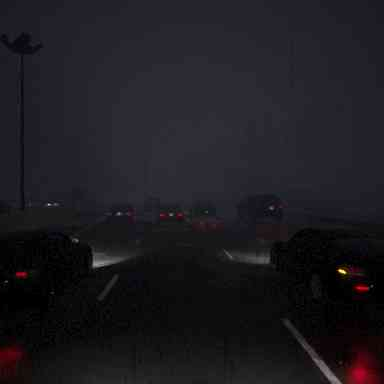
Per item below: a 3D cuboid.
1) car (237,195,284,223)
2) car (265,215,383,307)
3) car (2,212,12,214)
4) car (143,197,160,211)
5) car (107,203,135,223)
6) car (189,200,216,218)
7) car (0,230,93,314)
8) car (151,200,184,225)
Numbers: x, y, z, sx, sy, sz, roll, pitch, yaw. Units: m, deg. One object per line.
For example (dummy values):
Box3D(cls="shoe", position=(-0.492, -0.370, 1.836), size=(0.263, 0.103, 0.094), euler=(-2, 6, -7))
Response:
Box3D(cls="car", position=(5.158, 1.210, 25.740), size=(2.150, 2.045, 5.566), euler=(0, 0, -8))
Box3D(cls="car", position=(3.296, 1.520, 7.879), size=(1.812, 1.442, 4.674), euler=(0, 0, -2))
Box3D(cls="car", position=(-16.499, 1.370, 27.109), size=(2.097, 1.767, 4.553), euler=(0, 0, -10))
Box3D(cls="car", position=(-4.931, 1.352, 41.551), size=(2.097, 1.767, 4.553), euler=(0, 0, -13))
Box3D(cls="car", position=(-5.357, 1.550, 25.280), size=(2.033, 1.411, 5.357), euler=(0, 0, -8))
Box3D(cls="car", position=(0.864, 1.486, 30.519), size=(2.128, 1.511, 4.902), euler=(0, 0, -9))
Box3D(cls="car", position=(-3.708, 1.568, 7.685), size=(1.994, 1.385, 4.181), euler=(0, 0, -2))
Box3D(cls="car", position=(-1.708, 1.546, 24.336), size=(2.033, 1.411, 5.357), euler=(0, 0, -8))
